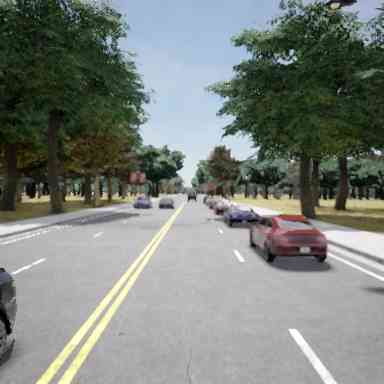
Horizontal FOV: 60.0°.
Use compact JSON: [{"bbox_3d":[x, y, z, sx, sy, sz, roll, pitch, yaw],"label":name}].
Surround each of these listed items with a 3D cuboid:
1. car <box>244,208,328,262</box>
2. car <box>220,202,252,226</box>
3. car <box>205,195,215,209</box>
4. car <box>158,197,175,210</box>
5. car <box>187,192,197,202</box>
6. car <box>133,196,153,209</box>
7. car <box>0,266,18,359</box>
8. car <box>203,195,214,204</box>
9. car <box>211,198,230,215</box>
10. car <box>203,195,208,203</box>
[{"bbox_3d":[3.250,1.495,11.860,1.812,1.442,4.674,0,0,0],"label":"car"},{"bbox_3d":[3.249,1.567,22.892,1.895,1.301,4.718,0,0,0],"label":"car"},{"bbox_3d":[3.249,1.537,44.862,2.033,1.411,5.357,0,0,0],"label":"car"},{"bbox_3d":[-3.337,1.467,44.013,1.882,1.535,5.008,0,0,0],"label":"car"},{"bbox_3d":[-0.002,1.115,76.676,2.150,2.045,5.566,0,0,0],"label":"car"},{"bbox_3d":[-6.583,1.342,44.831,2.097,1.767,4.553,0,0,0],"label":"car"},{"bbox_3d":[-3.351,1.483,2.686,2.128,1.511,4.902,0,0,0],"label":"car"},{"bbox_3d":[3.248,1.451,66.863,2.033,1.649,4.856,0,0,0],"label":"car"},{"bbox_3d":[3.249,1.579,33.892,1.895,1.301,4.718,0,0,0],"label":"car"},{"bbox_3d":[3.248,1.459,56.053,1.801,1.575,5.366,0,0,0],"label":"car"}]
